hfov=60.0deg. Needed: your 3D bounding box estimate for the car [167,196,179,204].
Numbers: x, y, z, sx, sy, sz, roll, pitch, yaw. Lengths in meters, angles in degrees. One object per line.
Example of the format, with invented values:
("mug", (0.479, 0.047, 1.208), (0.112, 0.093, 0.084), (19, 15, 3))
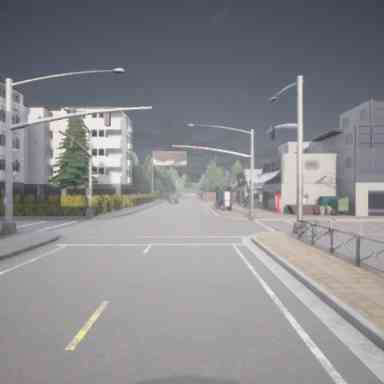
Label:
("car", (-3.500, 1.454, 62.373), (1.812, 1.442, 4.674), (0, 0, 0))
